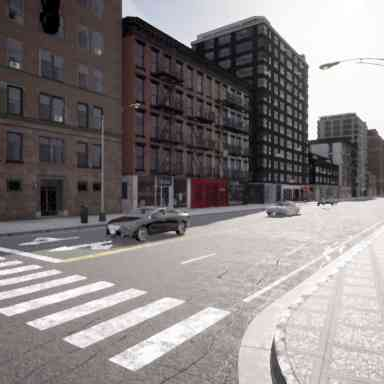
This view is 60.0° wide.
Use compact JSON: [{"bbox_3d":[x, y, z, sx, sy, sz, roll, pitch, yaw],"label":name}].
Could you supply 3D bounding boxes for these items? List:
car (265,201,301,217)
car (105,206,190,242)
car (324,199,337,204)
[{"bbox_3d":[8.603,1.573,31.285,1.895,1.301,4.718,0,0,36],"label":"car"},{"bbox_3d":[-2.044,1.473,16.541,2.128,1.511,4.902,0,0,36],"label":"car"},{"bbox_3d":[18.019,1.164,44.173,1.994,1.385,4.181,0,0,36],"label":"car"}]
